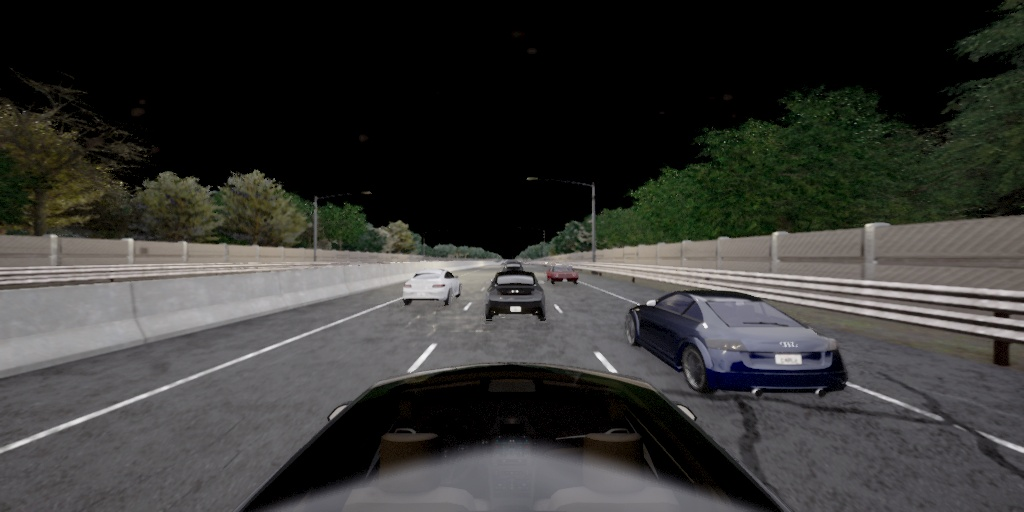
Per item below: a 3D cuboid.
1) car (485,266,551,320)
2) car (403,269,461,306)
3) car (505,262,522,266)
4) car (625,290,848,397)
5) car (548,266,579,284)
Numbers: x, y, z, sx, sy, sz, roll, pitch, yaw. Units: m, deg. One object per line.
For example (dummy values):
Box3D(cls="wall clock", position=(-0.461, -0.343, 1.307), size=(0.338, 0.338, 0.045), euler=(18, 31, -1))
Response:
Box3D(cls="car", position=(0.101, 1.254, 12.556), size=(1.837, 1.490, 4.892), euler=(0, 0, 0))
Box3D(cls="car", position=(-3.399, 1.274, 15.754), size=(1.812, 1.442, 4.674), euler=(0, 0, 0))
Box3D(cls="car", position=(0.103, 1.274, 30.820), size=(1.837, 1.490, 4.892), euler=(0, 0, 0))
Box3D(cls="car", position=(3.600, 1.313, 6.676), size=(1.994, 1.385, 4.181), euler=(0, 0, 0))
Box3D(cls="car", position=(3.603, 1.357, 26.593), size=(1.895, 1.301, 4.718), euler=(0, 0, 0))
